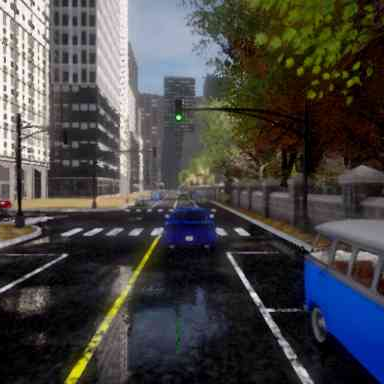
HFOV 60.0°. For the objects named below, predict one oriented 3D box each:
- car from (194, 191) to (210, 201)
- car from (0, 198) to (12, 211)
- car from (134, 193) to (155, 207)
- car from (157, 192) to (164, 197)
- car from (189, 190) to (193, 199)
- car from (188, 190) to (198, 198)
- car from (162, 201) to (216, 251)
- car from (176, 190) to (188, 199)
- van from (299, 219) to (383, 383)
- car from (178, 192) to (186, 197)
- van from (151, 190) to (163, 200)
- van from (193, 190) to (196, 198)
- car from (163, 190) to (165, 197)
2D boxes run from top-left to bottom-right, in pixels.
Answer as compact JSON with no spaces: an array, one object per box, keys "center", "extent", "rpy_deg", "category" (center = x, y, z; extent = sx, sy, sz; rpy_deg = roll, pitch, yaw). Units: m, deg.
[{"center":[1.608,1.030,47.331],"extent":[1.752,1.417,4.829],"rpy_deg":[0,1,-2],"category":"car"},{"center":[-18.405,1.074,29.859],"extent":[4.206,1.307,1.802],"rpy_deg":[1,0,3],"category":"car"},{"center":[-6.086,1.121,41.195],"extent":[2.008,1.369,4.403],"rpy_deg":[0,1,-2],"category":"car"},{"center":[-8.049,0.667,85.526],"extent":[1.802,1.307,4.206],"rpy_deg":[0,1,-3],"category":"car"},{"center":[0.761,0.789,69.491],"extent":[1.752,1.417,4.829],"rpy_deg":[0,1,-3],"category":"car"},{"center":[0.250,0.457,80.404],"extent":[2.192,1.841,5.009],"rpy_deg":[0,1,-3],"category":"car"},{"center":[-0.104,1.339,13.363],"extent":[1.882,1.535,5.008],"rpy_deg":[0,1,0],"category":"car"},{"center":[-1.900,0.757,71.618],"extent":[2.128,1.511,4.902],"rpy_deg":[0,1,-3],"category":"car"},{"center":[2.532,1.303,3.621],"extent":[1.690,1.788,3.998],"rpy_deg":[0,1,-1],"category":"van"},{"center":[-2.402,0.551,82.065],"extent":[1.895,1.301,4.718],"rpy_deg":[0,1,-3],"category":"car"},{"center":[-7.012,0.672,63.357],"extent":[1.690,1.788,3.998],"rpy_deg":[0,1,-2],"category":"van"},{"center":[1.426,0.788,52.700],"extent":[1.690,1.788,3.998],"rpy_deg":[0,1,-2],"category":"van"},{"center":[-7.247,0.815,68.900],"extent":[1.887,1.381,4.507],"rpy_deg":[0,1,-2],"category":"car"}]
